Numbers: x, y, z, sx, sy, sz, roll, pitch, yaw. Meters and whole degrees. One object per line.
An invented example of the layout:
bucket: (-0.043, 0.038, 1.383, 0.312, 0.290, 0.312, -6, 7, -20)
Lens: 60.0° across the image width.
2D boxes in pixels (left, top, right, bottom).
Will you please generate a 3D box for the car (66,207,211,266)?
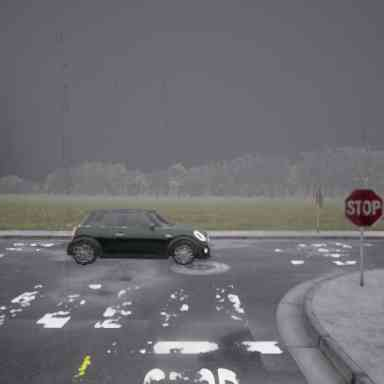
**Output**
car: (-1.642, 1.353, 11.092, 4.553, 1.767, 2.097, 0, 0, 0)
